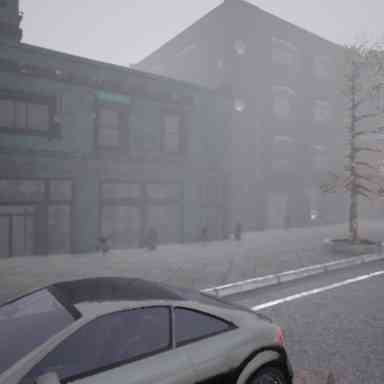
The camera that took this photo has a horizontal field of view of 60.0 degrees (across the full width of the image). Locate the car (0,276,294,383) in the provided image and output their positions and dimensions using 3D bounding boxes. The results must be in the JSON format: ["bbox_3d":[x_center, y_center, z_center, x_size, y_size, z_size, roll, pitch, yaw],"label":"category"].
[{"bbox_3d":[-1.038,1.564,2.934,4.181,1.385,1.994,0,0,-35],"label":"car"}]
